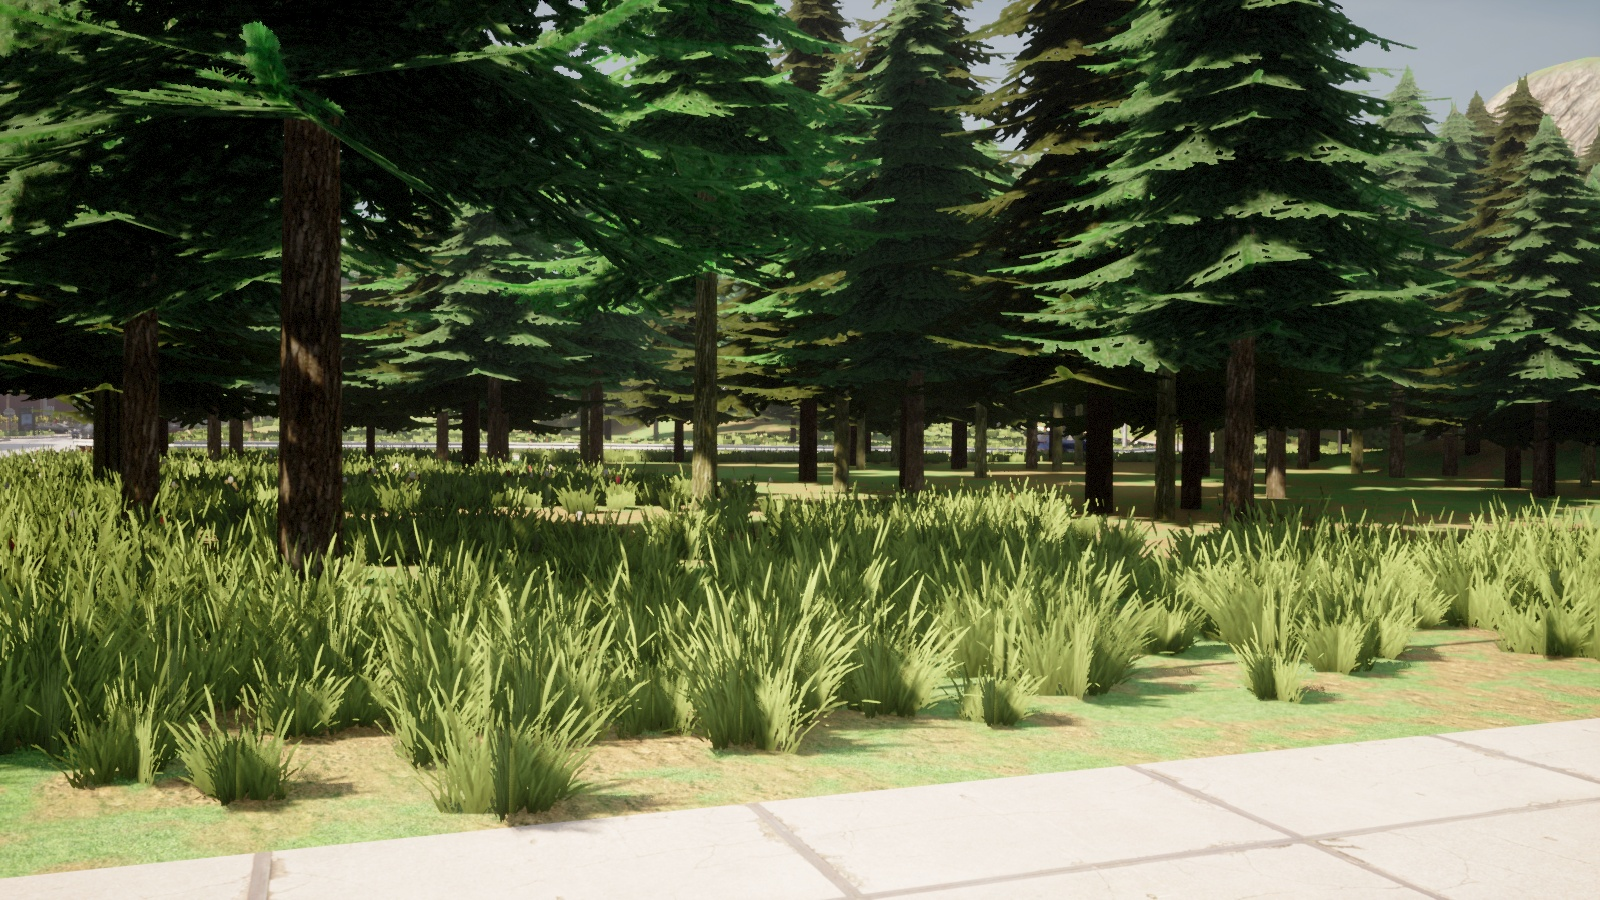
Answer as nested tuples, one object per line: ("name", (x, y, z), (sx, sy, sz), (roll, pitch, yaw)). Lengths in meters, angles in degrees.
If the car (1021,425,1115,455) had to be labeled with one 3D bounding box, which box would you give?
("car", (15.093, -0.577, 70.702), (4.856, 1.649, 2.033), (-1, 1, -22))
